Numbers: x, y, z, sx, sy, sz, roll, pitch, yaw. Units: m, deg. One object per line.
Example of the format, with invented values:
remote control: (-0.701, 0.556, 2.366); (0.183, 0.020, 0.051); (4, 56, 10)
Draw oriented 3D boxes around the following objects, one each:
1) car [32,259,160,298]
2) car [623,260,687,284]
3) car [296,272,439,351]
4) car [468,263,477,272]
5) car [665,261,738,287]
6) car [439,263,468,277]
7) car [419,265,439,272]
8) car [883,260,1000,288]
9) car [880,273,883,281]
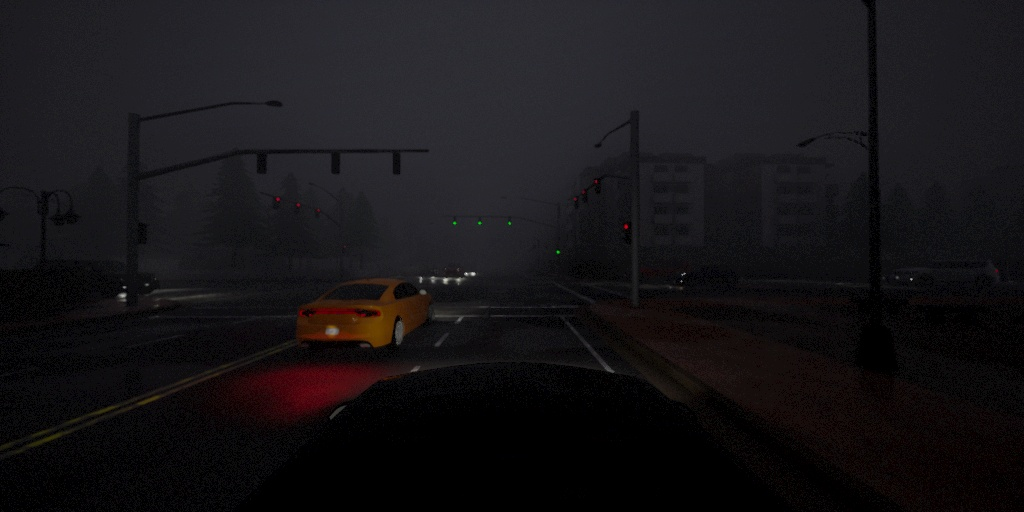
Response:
car: (-22.815, 1.194, 19.652); (5.566, 2.045, 2.150); (1, -1, -1)
car: (12.581, 1.344, 31.100); (5.566, 2.045, 2.150); (0, -1, -2)
car: (-3.414, 1.324, 9.317); (1.882, 1.535, 5.008); (0, -1, 0)
car: (-7.023, 2.000, 61.394); (2.128, 1.511, 4.902); (0, -1, 0)
car: (14.714, 1.431, 27.636); (4.553, 1.767, 2.097); (0, -1, -1)
car: (-6.970, 1.630, 43.322); (2.097, 1.767, 4.553); (0, -1, 0)
car: (-10.550, 1.839, 46.105); (1.812, 1.442, 4.674); (0, -1, 0)
car: (32.085, 1.289, 26.712); (5.566, 2.045, 2.150); (0, -1, 14)
car: (33.891, 1.598, 29.755); (4.902, 1.511, 2.128); (0, -1, 15)
